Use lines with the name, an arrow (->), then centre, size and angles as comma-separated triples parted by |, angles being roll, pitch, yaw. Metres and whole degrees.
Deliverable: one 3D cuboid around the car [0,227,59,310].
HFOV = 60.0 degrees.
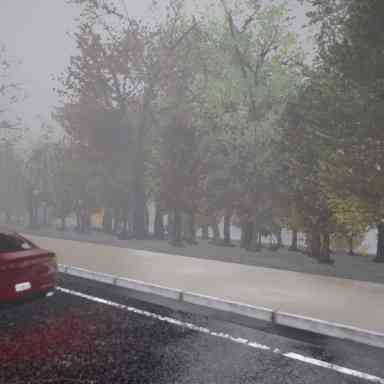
car -> -4.946, 1.475, 7.180 | 5.008, 1.535, 1.882 | 0, 0, 35
